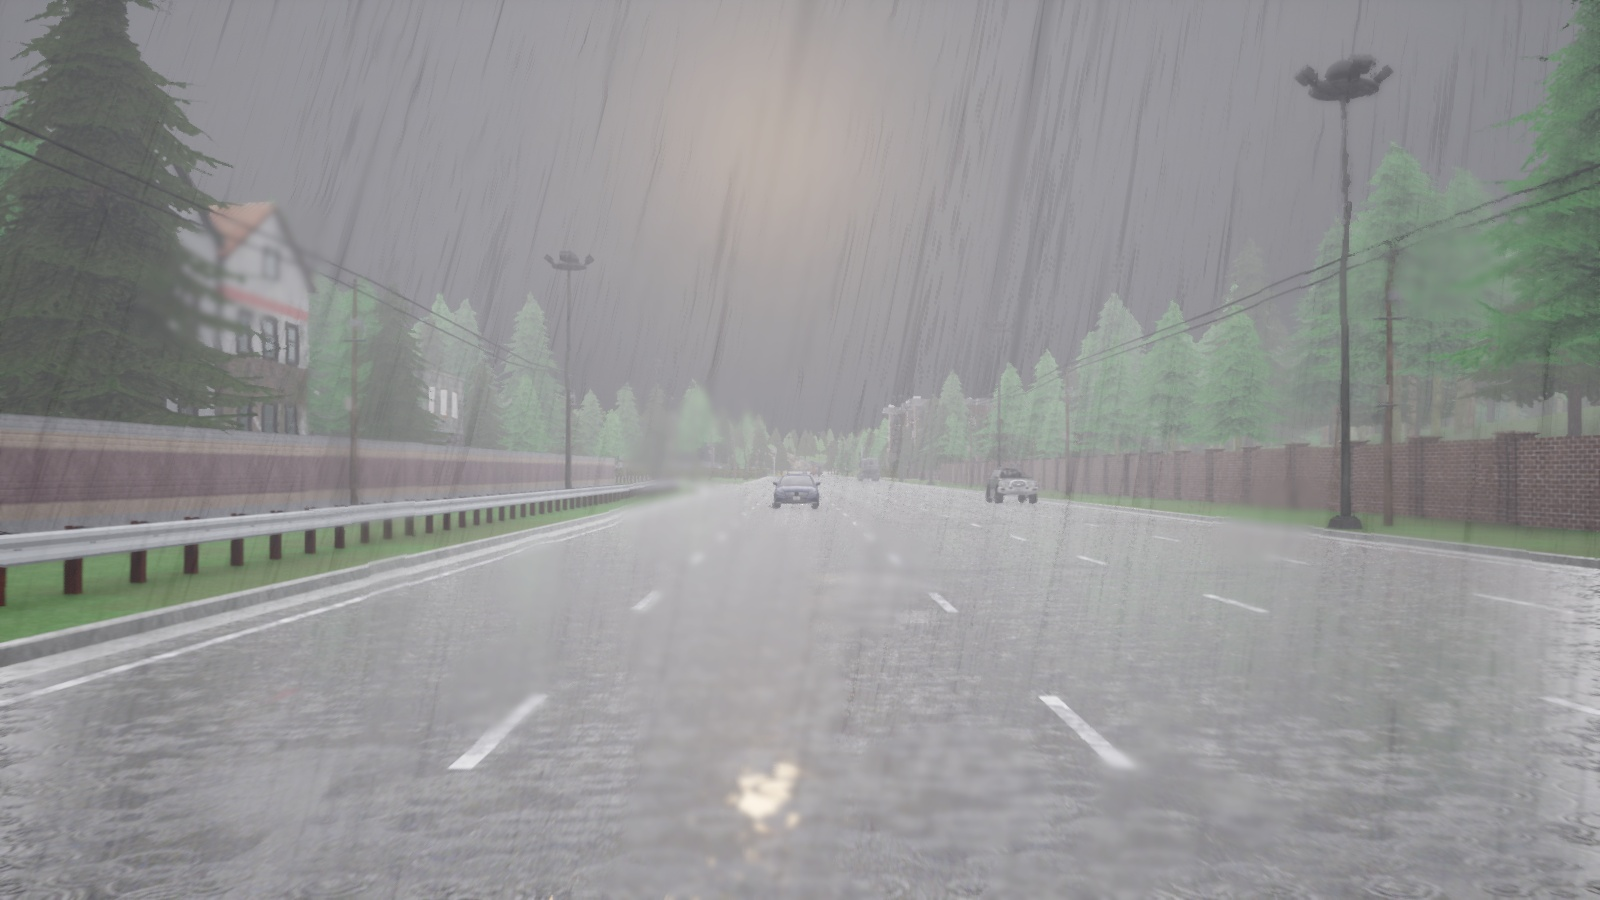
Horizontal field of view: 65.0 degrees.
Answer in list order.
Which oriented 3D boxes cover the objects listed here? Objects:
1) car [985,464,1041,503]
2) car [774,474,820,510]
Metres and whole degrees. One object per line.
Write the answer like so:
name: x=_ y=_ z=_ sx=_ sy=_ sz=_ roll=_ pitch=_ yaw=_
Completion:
car: x=10.352 y=1.617 z=61.338 sx=1.932 sy=1.855 sz=4.605 roll=0 pitch=-1 yaw=0
car: x=-0.126 y=1.720 z=52.493 sx=1.812 sy=1.442 sz=4.674 roll=0 pitch=-1 yaw=0
